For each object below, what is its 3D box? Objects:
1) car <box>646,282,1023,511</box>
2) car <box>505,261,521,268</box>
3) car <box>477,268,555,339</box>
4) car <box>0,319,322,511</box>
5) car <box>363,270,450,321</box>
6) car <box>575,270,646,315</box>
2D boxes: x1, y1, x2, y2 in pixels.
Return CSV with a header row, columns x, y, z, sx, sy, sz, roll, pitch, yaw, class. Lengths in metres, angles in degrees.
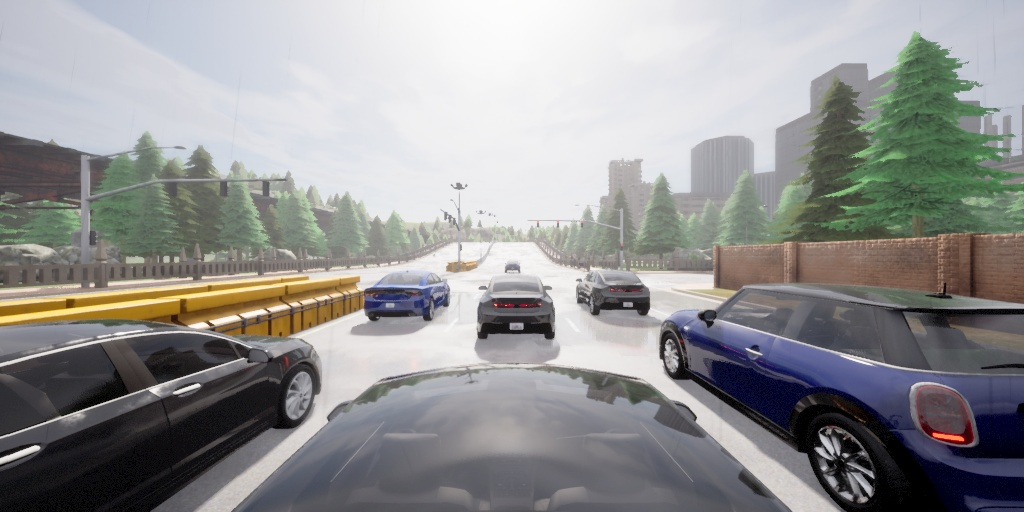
x,y,z,sx,sy,sz,roll,pitch,yaw,class
3.601,1.102,4.406,2.097,1.767,4.553,0,0,0,car
0.076,1.276,44.430,1.812,1.442,4.674,0,0,0,car
0.097,1.255,10.057,1.837,1.490,4.892,0,0,0,car
-3.400,1.255,2.750,1.837,1.490,4.892,0,0,0,car
-3.402,1.228,12.480,1.882,1.535,5.008,0,0,0,car
3.616,1.255,13.491,1.837,1.490,4.892,0,0,1,car
